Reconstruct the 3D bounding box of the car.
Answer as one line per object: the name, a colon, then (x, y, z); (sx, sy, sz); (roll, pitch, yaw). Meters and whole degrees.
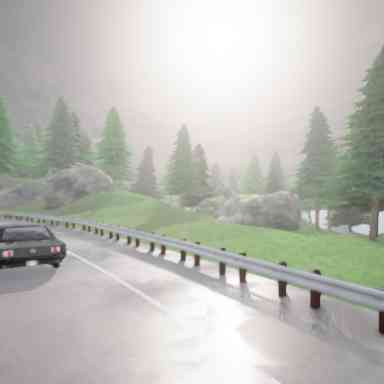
car: (-5.694, 1.698, 11.029); (1.895, 1.301, 4.718); (1, -1, -35)
